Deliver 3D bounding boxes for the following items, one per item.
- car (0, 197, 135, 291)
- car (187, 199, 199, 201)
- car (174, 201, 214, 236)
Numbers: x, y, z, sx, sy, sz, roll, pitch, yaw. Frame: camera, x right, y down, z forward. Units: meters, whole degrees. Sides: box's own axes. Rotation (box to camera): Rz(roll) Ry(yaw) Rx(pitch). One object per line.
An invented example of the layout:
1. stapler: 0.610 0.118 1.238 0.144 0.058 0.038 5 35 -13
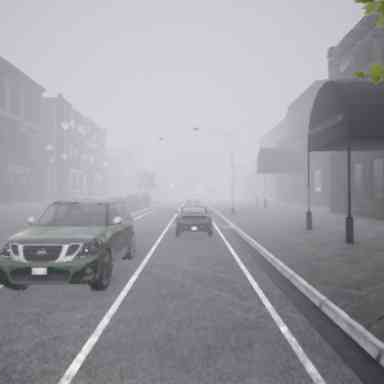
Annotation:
1. car: -2.998 1.194 9.295 2.150 2.045 5.566 0 0 0
2. car: 0.109 1.446 35.423 2.033 1.411 5.357 0 0 0
3. car: 0.104 1.442 18.009 1.837 1.490 4.892 0 0 0
